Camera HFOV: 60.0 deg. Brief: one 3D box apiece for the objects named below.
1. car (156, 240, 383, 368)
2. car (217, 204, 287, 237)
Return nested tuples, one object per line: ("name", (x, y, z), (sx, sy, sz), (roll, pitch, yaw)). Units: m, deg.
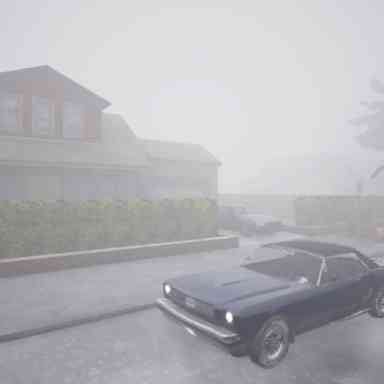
("car", (1.784, 1.601, 5.853), (4.718, 1.301, 1.895), (0, 0, -35))
("car", (2.235, 1.356, 16.975), (2.033, 1.415, 5.357), (0, 0, -33))
